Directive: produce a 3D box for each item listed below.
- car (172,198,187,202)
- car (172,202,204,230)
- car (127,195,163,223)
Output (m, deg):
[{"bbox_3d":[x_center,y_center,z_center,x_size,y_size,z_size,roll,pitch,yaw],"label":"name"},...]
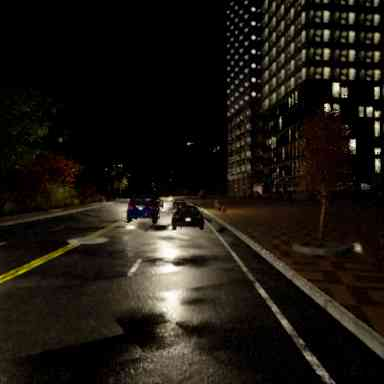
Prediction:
[{"bbox_3d":[-1.825,1.585,48.827,2.128,1.511,4.902,0,0,-4],"label":"car"},{"bbox_3d":[-0.296,1.589,21.502,1.994,1.385,4.181,0,0,-2],"label":"car"},{"bbox_3d":[-3.713,1.259,25.994,2.150,2.045,5.566,0,0,-2],"label":"car"}]
